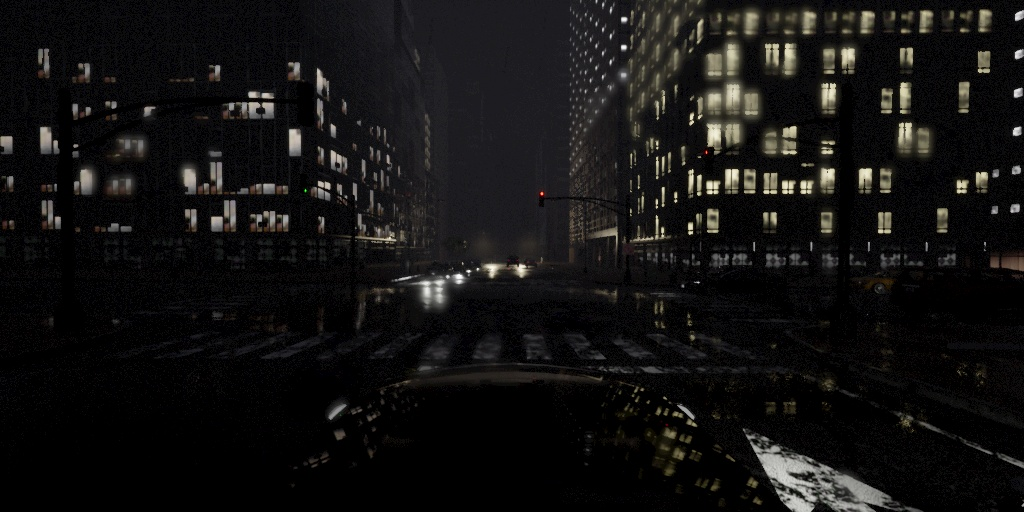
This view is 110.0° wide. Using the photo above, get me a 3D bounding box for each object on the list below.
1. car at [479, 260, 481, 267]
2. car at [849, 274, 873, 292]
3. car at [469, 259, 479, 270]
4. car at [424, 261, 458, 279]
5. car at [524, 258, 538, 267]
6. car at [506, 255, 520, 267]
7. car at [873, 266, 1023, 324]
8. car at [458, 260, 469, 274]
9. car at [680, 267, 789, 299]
[{"bbox_3d":[-6.398,1.180,61.726,1.882,1.535,5.008,0,0,1],"label":"car"},{"bbox_3d":[21.852,1.408,20.689,4.829,1.417,1.751,0,0,1],"label":"car"},{"bbox_3d":[-6.462,1.261,51.385,2.033,1.411,5.357,0,0,0],"label":"car"},{"bbox_3d":[-6.522,1.224,32.333,2.128,1.511,4.902,0,0,0],"label":"car"},{"bbox_3d":[3.416,1.226,63.238,1.812,1.442,4.674,0,0,0],"label":"car"},{"bbox_3d":[0.165,0.922,62.860,2.150,2.045,5.566,0,0,0],"label":"car"},{"bbox_3d":[16.219,1.281,12.419,5.009,1.841,2.192,0,0,1],"label":"car"},{"bbox_3d":[-6.496,1.325,41.615,1.895,1.301,4.718,0,0,0],"label":"car"},{"bbox_3d":[11.339,1.319,18.469,4.902,1.511,2.128,1,1,3],"label":"car"}]
